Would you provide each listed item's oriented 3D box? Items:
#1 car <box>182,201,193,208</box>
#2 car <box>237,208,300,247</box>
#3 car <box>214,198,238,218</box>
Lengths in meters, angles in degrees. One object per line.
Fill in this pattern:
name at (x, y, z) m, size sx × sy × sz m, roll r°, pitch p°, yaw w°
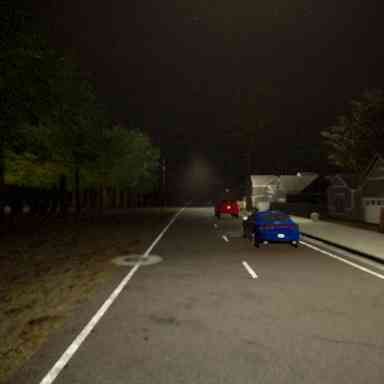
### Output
car at (-1.241, 2.946, 78.115) m, size 1.812 × 1.442 × 4.674 m, roll 0°, pitch -1°, yaw 0°
car at (3.597, 1.640, 15.914) m, size 1.882 × 1.535 × 5.008 m, roll 0°, pitch -1°, yaw 0°
car at (3.593, 1.640, 35.211) m, size 2.150 × 2.045 × 5.566 m, roll 0°, pitch -1°, yaw 0°
